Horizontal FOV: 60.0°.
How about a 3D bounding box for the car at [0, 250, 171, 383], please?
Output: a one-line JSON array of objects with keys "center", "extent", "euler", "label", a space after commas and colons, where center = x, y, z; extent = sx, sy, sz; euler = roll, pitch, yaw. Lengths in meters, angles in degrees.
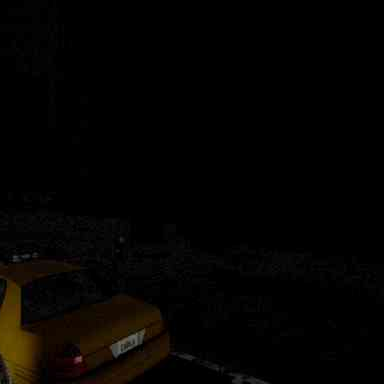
[{"center": [-2.536, 1.525, 4.766], "extent": [4.829, 1.417, 1.752], "euler": [0, 0, 35], "label": "car"}]
